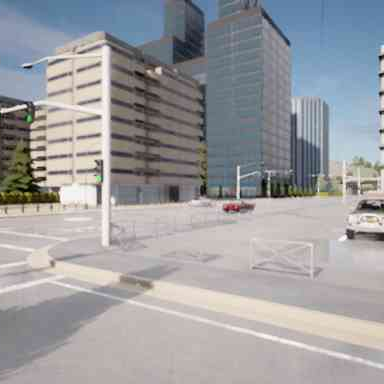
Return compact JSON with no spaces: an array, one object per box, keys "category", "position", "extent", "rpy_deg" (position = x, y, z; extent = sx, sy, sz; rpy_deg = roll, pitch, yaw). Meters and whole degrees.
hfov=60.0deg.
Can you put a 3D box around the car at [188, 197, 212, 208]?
[{"category":"car","position":[1.216,1.505,49.203],"extent":[1.812,1.442,4.674],"rpy_deg":[0,0,33]}]

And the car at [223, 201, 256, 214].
[{"category":"car","position":[5.235,1.584,36.074],"extent":[1.895,1.301,4.718],"rpy_deg":[0,0,33]}]

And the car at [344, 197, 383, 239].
[{"category":"car","position":[8.449,1.148,15.386],"extent":[1.932,1.855,4.605],"rpy_deg":[0,0,33]}]
